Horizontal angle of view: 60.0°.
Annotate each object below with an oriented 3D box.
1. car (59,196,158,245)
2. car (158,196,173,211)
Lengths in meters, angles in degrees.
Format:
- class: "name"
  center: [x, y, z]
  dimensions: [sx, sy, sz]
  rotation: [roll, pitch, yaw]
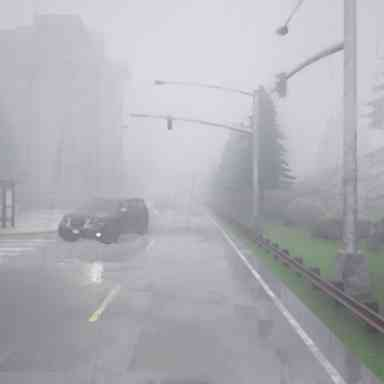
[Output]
- class: "car"
  center: [-3.902, 1.243, 16.077]
  dimensions: [2.150, 2.045, 5.566]
  rotation: [3, 1, 16]
- class: "car"
  center: [-3.496, 1.337, 41.862]
  dimensions: [2.097, 1.767, 4.553]
  rotation: [0, 0, 0]
